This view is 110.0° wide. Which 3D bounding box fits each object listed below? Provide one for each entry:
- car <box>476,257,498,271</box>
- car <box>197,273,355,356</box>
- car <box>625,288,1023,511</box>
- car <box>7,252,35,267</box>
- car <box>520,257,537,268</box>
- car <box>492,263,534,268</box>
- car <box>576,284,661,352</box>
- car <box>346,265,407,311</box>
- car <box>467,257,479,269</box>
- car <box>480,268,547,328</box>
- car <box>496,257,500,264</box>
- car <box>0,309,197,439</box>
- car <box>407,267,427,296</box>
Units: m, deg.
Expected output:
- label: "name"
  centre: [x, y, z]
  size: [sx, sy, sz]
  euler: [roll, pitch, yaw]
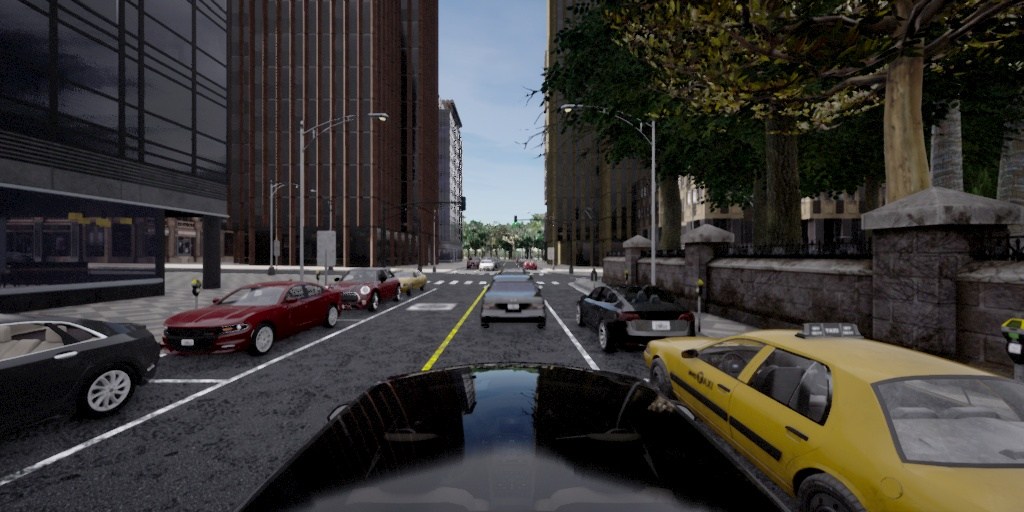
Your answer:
- label: "car"
  centre: [-3.288, 1.268, 47.789]
  size: [1.812, 1.442, 4.674]
  euler: [0, 0, 0]
- label: "car"
  centre: [-5.790, 1.292, 8.635]
  size: [1.888, 1.381, 4.507]
  euler: [0, 0, 0]
- label: "car"
  centre: [2.757, 1.275, 3.387]
  size: [1.751, 1.417, 4.829]
  euler: [0, 0, 0]
- label: "car"
  centre: [-48.363, 0.331, 33.917]
  size: [4.902, 1.511, 2.128]
  euler: [1, 0, 0]
- label: "car"
  centre: [2.552, 1.182, 51.555]
  size: [1.967, 1.591, 4.097]
  euler: [0, 0, 0]
- label: "car"
  centre: [0.176, 1.345, 22.525]
  size: [1.895, 1.301, 4.718]
  euler: [0, 0, 6]
- label: "car"
  centre: [2.735, 1.313, 8.673]
  size: [1.948, 1.339, 4.313]
  euler: [0, 0, 0]
- label: "car"
  centre: [-5.814, 1.186, 14.092]
  size: [1.967, 1.591, 4.097]
  euler: [0, 0, 0]
- label: "car"
  centre: [-5.996, 1.057, 56.956]
  size: [2.192, 1.841, 5.009]
  euler: [0, 0, 0]
- label: "car"
  centre: [0.035, 1.294, 11.360]
  size: [2.033, 1.411, 5.357]
  euler: [0, 0, 0]
- label: "car"
  centre: [-3.325, 1.095, 58.003]
  size: [2.097, 1.767, 4.553]
  euler: [0, 0, 0]
- label: "car"
  centre: [-5.767, 1.300, 3.178]
  size: [2.007, 1.370, 4.403]
  euler: [0, 0, 0]
- label: "car"
  centre: [-5.836, 1.270, 19.379]
  size: [1.751, 1.417, 4.829]
  euler: [0, 0, 0]
